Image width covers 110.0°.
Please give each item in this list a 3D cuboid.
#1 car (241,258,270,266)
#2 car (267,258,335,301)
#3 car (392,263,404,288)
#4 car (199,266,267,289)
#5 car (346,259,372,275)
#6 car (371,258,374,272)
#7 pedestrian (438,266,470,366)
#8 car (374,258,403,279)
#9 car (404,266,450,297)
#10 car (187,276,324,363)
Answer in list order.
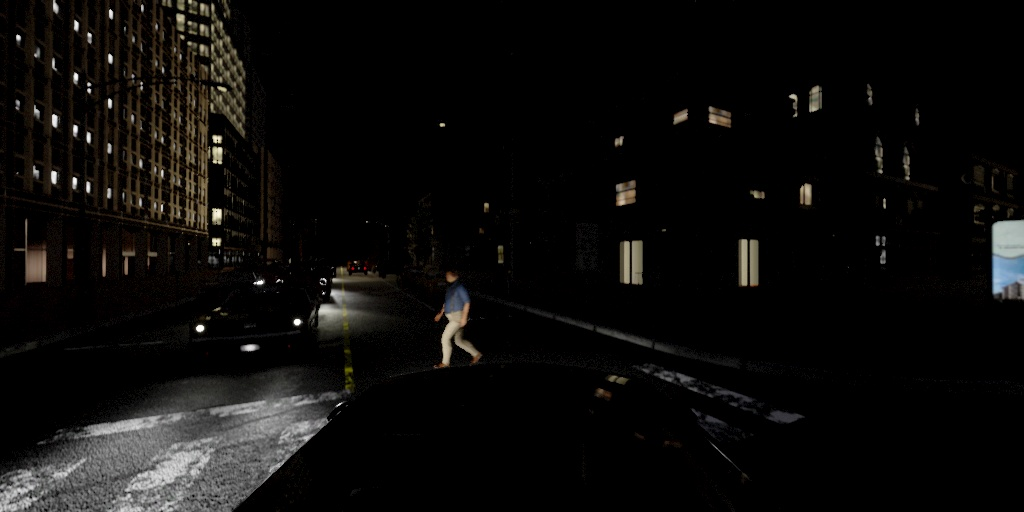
[{"bbox_3d":[-14.164,1.058,20.244,2.192,1.841,5.009,0,0,-26],"label":"car"},{"bbox_3d":[-9.544,1.099,16.588,2.097,1.767,4.553,0,0,-26],"label":"car"},{"bbox_3d":[-6.600,1.362,23.852,1.802,1.307,4.207,0,0,-26],"label":"car"},{"bbox_3d":[-11.779,1.286,15.247,2.007,1.370,4.403,0,0,-26],"label":"car"},{"bbox_3d":[-16.842,1.347,39.208,2.033,1.411,5.357,0,0,-25],"label":"car"},{"bbox_3d":[-16.213,1.344,43.993,1.751,1.417,4.829,0,0,-26],"label":"car"},{"bbox_3d":[-1.023,1.038,6.324,0.375,1.860,0.375,1,-1,-26],"label":"pedestrian"},{"bbox_3d":[-11.370,1.113,33.845,2.192,1.841,5.009,0,0,-26],"label":"car"},{"bbox_3d":[-4.288,1.298,19.008,1.751,1.417,4.829,0,0,-26],"label":"car"},{"bbox_3d":[-5.648,1.335,8.419,1.895,1.301,4.718,0,0,-26],"label":"car"}]
